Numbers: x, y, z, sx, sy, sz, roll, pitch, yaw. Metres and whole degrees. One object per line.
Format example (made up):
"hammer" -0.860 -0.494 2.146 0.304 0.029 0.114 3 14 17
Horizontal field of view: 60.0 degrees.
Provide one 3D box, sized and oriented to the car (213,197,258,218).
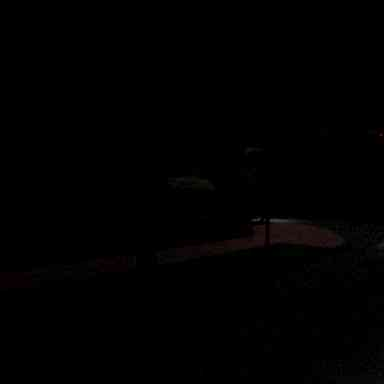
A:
"car" 3.190 1.227 27.414 2.097 1.767 4.553 0 0 -45
